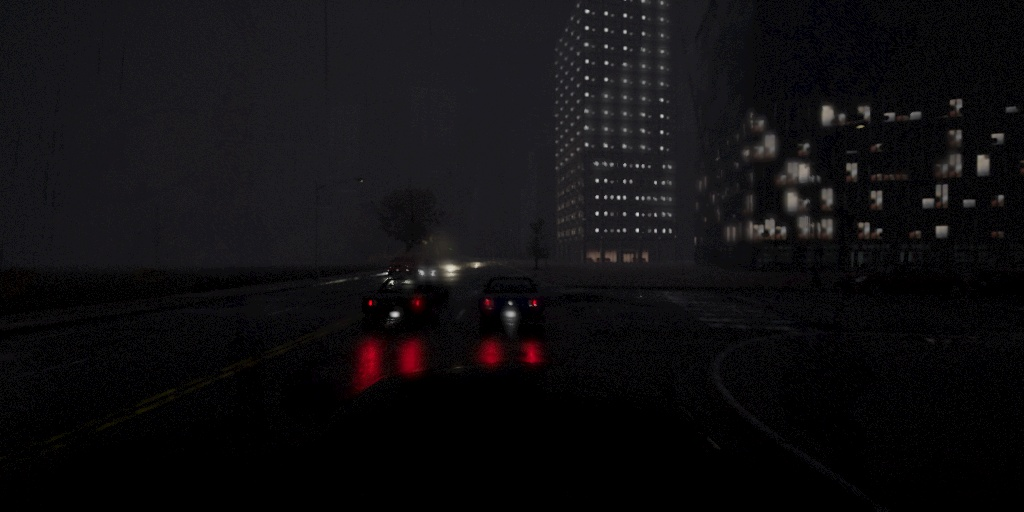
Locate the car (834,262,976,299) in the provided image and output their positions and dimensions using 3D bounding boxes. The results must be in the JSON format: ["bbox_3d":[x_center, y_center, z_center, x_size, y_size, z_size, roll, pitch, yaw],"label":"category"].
[{"bbox_3d":[17.245,1.014,16.200,4.097,1.591,1.967,0,0,14],"label":"car"}]

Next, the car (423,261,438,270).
[{"bbox_3d":[-11.988,1.311,52.245,1.895,1.301,4.718,0,0,-4],"label":"car"}]

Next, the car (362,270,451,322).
[{"bbox_3d":[-3.306,1.343,12.249,1.895,1.301,4.718,0,0,-1],"label":"car"}]

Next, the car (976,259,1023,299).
[{"bbox_3d":[22.723,0.847,14.835,5.009,1.841,2.192,0,0,14],"label":"car"}]

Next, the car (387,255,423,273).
[{"bbox_3d":[-10.929,0.942,36.512,2.150,2.045,5.566,0,0,-3],"label":"car"}]

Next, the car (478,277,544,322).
[{"bbox_3d":[-0.057,1.345,12.255,1.895,1.301,4.718,0,0,-1],"label":"car"}]
